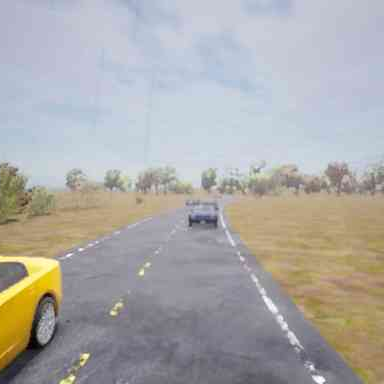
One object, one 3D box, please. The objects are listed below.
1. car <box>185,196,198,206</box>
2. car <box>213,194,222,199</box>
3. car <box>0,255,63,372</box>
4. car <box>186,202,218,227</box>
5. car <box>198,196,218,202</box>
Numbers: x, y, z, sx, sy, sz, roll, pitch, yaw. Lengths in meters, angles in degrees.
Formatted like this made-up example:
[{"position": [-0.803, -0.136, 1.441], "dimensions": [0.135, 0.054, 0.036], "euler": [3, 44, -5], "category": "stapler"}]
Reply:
[{"position": [0.107, 1.431, 50.967], "dimensions": [2.128, 1.511, 4.902], "euler": [0, 0, 7], "category": "car"}, {"position": [7.099, 1.209, 91.713], "dimensions": [1.994, 1.385, 4.181], "euler": [0, 0, 13], "category": "car"}, {"position": [-3.047, 1.470, 3.375], "dimensions": [1.882, 1.535, 5.008], "euler": [0, 0, 1], "category": "car"}, {"position": [0.796, 1.575, 22.711], "dimensions": [1.895, 1.301, 4.718], "euler": [0, 0, 3], "category": "car"}, {"position": [2.341, 1.501, 42.444], "dimensions": [2.033, 1.411, 5.357], "euler": [0, 0, 6], "category": "car"}]
